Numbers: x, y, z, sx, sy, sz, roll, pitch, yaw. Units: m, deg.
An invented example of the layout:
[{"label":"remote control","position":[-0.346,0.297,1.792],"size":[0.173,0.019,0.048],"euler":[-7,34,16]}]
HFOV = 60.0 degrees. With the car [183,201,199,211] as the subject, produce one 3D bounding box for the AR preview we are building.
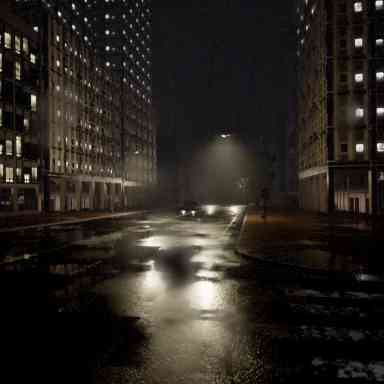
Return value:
[{"label":"car","position":[-0.136,2.204,54.493],"size":[1.882,1.535,5.008],"euler":[-1,-1,10]}]
